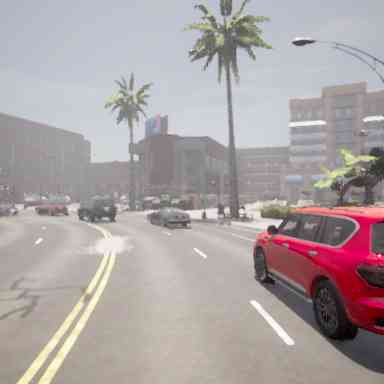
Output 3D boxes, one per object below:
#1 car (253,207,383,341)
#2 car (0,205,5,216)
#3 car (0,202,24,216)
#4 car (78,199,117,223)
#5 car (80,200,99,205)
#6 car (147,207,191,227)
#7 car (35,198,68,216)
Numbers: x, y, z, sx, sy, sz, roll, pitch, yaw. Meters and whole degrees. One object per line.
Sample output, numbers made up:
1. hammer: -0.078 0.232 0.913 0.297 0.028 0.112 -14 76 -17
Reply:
1. car: 2.997 1.307 6.884 2.150 2.045 5.566 0 -1 -6
2. car: -8.723 1.525 11.998 2.097 1.767 4.553 0 -1 -14
3. car: -22.564 2.066 39.483 4.902 1.511 2.128 -1 -1 33
4. car: -8.776 1.639 30.585 2.150 2.045 5.566 0 -1 -34
5. car: -27.358 2.783 88.738 4.718 1.301 1.895 0 -1 20
6. car: -1.889 1.888 25.723 2.033 1.411 5.357 0 -1 -25
7. car: -16.599 1.895 39.248 4.553 1.767 2.097 -1 -1 40
